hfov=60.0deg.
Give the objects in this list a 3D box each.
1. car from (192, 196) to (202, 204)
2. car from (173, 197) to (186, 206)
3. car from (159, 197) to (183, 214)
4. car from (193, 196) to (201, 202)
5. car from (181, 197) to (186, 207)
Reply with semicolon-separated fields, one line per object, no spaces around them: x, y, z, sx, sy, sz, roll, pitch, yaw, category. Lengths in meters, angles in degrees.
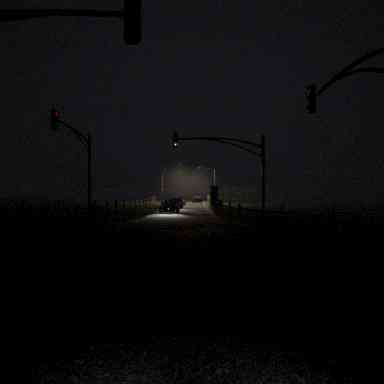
1.056;1.489;65.873;1.882;1.535;5.008;0;0;1;car
-2.041;1.535;56.119;1.812;1.442;4.674;0;0;1;car
-2.371;1.567;35.951;1.994;1.385;4.181;0;0;1;car
1.121;1.611;75.907;1.895;1.301;4.718;0;0;1;car
-2.215;1.532;45.967;1.812;1.442;4.674;0;0;1;car
